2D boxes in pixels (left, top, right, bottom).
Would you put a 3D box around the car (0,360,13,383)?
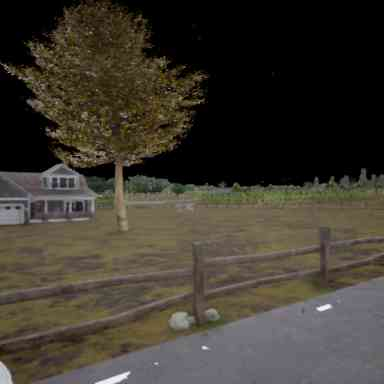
[{"bbox_3d":[-3.006,1.522,0.906,4.674,1.442,1.812,0,0,-35],"label":"car"}]
